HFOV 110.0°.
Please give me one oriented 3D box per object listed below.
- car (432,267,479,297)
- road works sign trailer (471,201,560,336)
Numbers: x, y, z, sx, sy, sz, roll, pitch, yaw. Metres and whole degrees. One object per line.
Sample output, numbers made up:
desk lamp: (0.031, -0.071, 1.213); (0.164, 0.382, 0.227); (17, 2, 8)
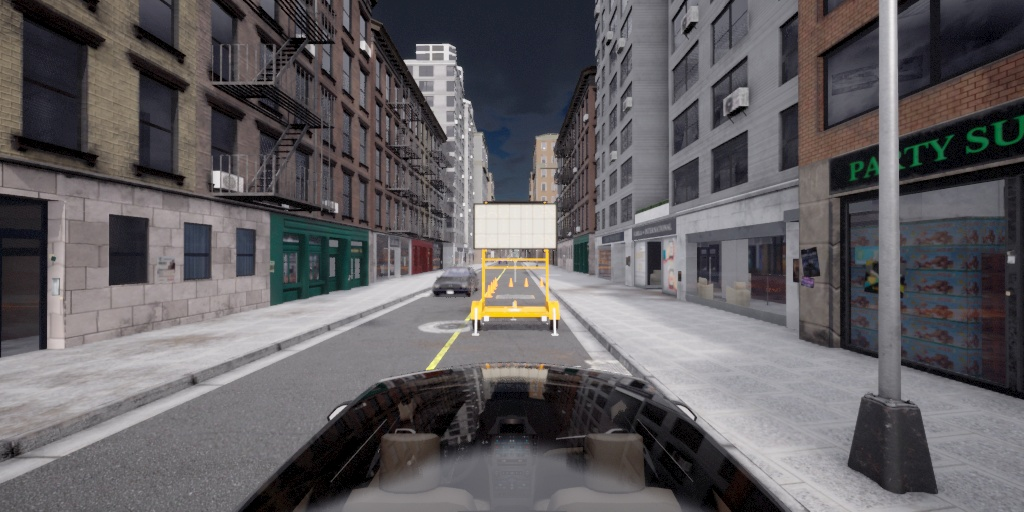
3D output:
car: (-2.828, 1.296, 19.170); (2.033, 1.411, 5.357); (0, 0, 1)
road works sign trailer: (0.097, 0.214, 10.428); (2.380, 3.560, 2.880); (0, 0, 1)
